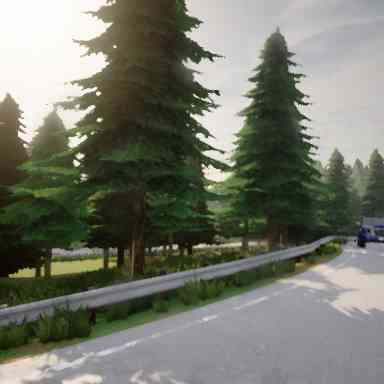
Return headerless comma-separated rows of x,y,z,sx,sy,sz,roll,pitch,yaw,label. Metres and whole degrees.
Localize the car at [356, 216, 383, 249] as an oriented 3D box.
11.806,2.570,21.244,2.150,2.045,5.566,1,-6,25,car
